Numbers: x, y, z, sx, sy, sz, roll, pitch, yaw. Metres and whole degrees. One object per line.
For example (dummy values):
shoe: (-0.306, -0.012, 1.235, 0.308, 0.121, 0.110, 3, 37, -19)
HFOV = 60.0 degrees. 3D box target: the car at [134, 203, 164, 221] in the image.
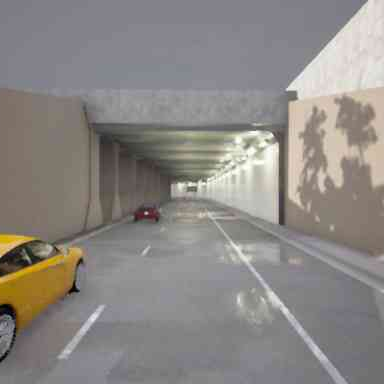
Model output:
car: (-3.401, 1.548, 26.758, 1.994, 1.385, 4.181, 0, 0, 0)

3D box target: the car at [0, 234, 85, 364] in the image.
car: (-3.408, 1.474, 5.780, 1.882, 1.535, 5.008, 0, 0, 0)

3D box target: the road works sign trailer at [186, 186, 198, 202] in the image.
road works sign trailer: (0.004, 0.419, 75.989, 2.380, 3.560, 2.880, 0, 0, 0)
